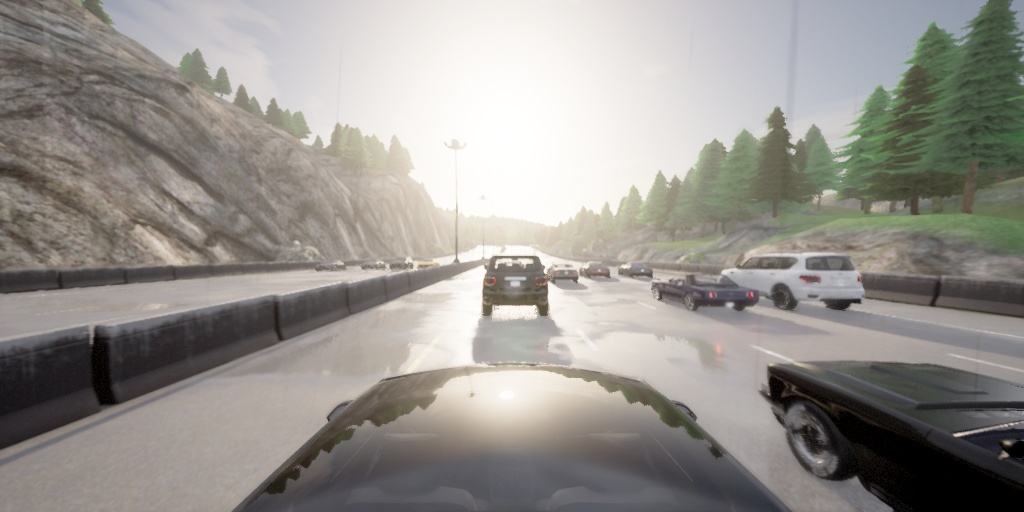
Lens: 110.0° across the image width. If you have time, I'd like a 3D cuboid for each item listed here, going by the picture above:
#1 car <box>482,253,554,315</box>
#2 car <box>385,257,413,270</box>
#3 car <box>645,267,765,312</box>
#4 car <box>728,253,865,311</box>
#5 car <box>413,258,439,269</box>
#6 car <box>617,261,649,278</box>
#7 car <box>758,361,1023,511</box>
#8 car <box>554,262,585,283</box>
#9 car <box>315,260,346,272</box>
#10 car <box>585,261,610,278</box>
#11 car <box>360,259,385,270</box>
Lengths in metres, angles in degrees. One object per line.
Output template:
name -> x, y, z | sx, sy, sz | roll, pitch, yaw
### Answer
car -> 0.103, 0.908, 13.388 | 2.150, 2.045, 5.566 | 0, 0, 0
car -> -14.065, 0.862, 45.781 | 2.097, 1.767, 4.553 | 0, 0, 0
car -> 7.104, 1.284, 13.898 | 1.895, 1.301, 4.718 | 0, 0, 0
car -> 10.603, 0.903, 14.243 | 2.150, 2.045, 5.566 | 0, 0, 0
car -> -10.568, 0.990, 45.403 | 1.882, 1.535, 5.008 | 0, 0, 0
car -> 10.608, 1.154, 31.133 | 1.994, 1.385, 4.181 | 0, 0, 0
car -> 3.596, 1.351, 1.720 | 1.895, 1.301, 4.718 | 0, 0, 0
car -> 3.607, 1.164, 26.231 | 2.033, 1.411, 5.357 | 0, 0, 0
car -> -21.074, 1.097, 41.722 | 1.994, 1.385, 4.181 | 0, 0, 0
car -> 7.108, 1.154, 31.156 | 1.994, 1.385, 4.181 | 0, 0, 0
car -> -17.564, 1.077, 45.546 | 1.994, 1.385, 4.181 | 0, 0, 0
